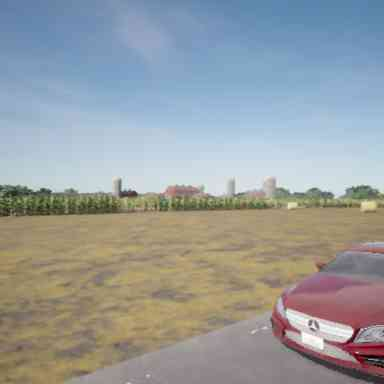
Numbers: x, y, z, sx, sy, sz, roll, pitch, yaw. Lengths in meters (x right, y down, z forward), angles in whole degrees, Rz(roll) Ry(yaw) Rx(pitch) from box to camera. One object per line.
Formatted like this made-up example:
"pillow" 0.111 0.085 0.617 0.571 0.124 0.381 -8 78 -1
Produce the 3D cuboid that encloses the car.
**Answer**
"car" 3.311 1.635 5.653 4.674 1.442 1.812 1 -2 -39
